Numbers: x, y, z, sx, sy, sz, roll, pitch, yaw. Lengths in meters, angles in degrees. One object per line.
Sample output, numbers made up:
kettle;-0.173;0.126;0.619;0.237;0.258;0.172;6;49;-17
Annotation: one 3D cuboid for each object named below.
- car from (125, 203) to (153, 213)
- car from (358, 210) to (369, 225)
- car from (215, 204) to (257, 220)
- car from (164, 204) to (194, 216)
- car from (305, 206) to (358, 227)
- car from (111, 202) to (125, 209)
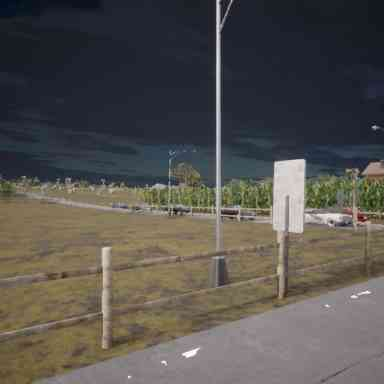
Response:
car;-7.611;2.370;50.038;2.128;1.511;4.902;3;-2;-35
car;11.920;1.914;27.638;1.882;1.535;5.008;3;-3;-35
car;4.330;2.021;33.207;1.837;1.490;4.892;3;-3;-36
car;-1.696;2.204;41.674;1.882;1.535;5.008;3;-3;-35
car;9.786;1.919;25.613;1.895;1.301;4.718;3;-3;-37
car;-14.163;2.595;64.238;1.994;1.385;4.181;3;-1;-35
